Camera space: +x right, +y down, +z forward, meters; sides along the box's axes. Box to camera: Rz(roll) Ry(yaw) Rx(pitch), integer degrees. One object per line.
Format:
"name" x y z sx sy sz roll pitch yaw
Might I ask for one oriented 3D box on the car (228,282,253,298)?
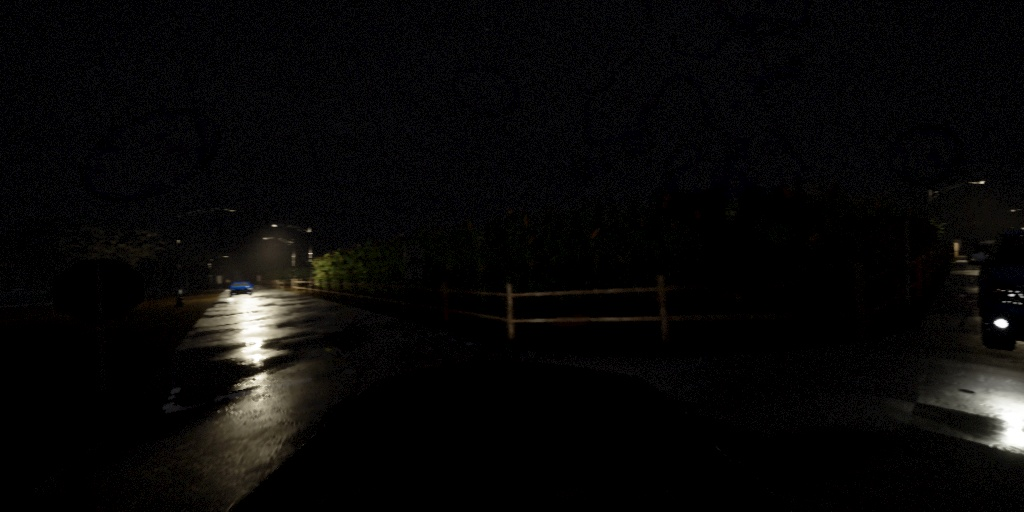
"car" -28.906 3.511 38.237 1.882 1.535 5.008 -2 -2 -38

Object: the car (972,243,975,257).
"car" 48.925 -0.933 36.696 5.008 1.535 1.882 -1 0 -38

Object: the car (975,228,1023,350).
"car" 10.007 0.465 6.312 5.566 2.045 2.150 -3 1 -38
